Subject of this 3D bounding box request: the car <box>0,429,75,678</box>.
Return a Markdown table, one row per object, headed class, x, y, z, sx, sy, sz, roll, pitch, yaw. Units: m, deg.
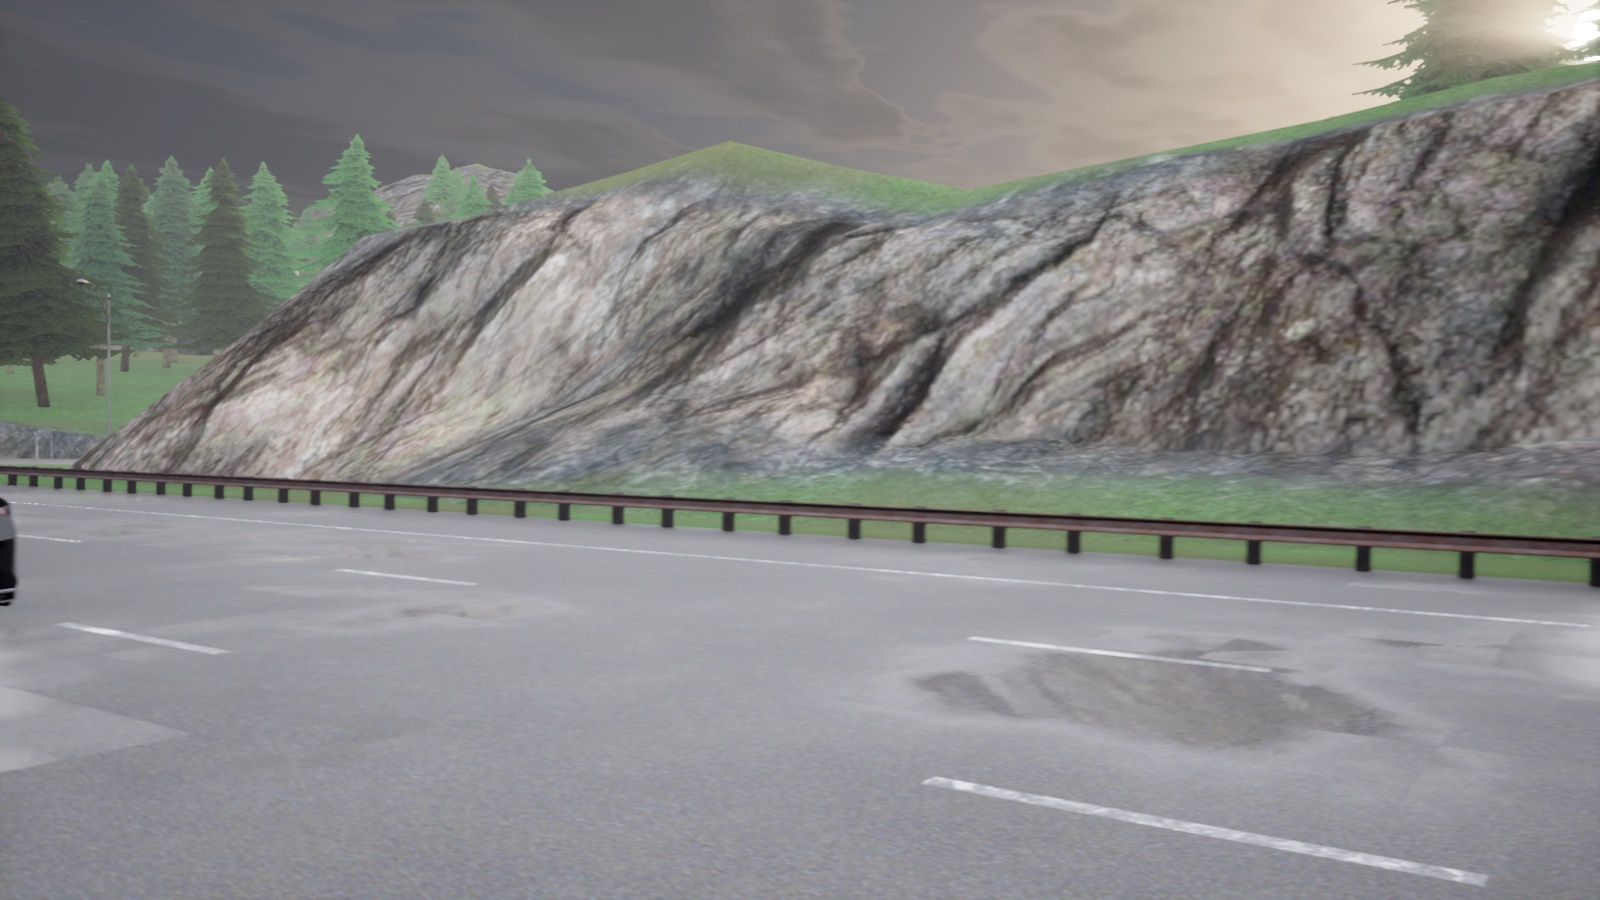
| class | x | y | z | sx | sy | sz | roll | pitch | yaw |
| --- | --- | --- | --- | --- | --- | --- | --- | --- | --- |
| car | -7.245 | 0.638 | 8.436 | 4.902 | 1.511 | 2.128 | 0 | 1 | 34 |
